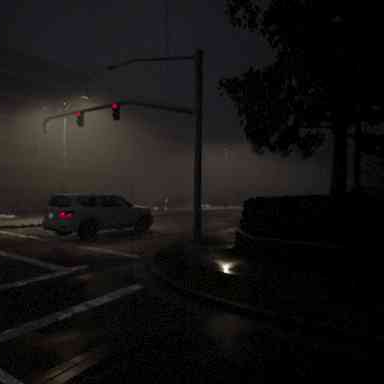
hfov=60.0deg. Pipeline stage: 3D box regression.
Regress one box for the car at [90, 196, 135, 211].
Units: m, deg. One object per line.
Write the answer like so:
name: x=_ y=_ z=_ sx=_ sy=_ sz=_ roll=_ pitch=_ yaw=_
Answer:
car: x=-8.501 y=1.214 z=36.057 sx=1.812 sy=1.442 sz=4.674 roll=1 pitch=0 yaw=36

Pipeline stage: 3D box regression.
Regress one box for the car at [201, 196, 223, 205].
car: x=3.099 y=1.256 z=51.960 sx=1.994 sy=1.385 sz=4.181 roll=1 pitch=0 yaw=36

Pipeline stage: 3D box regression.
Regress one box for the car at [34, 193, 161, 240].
car: x=-4.391 y=1.076 z=16.381 sx=2.150 sy=2.045 sz=5.566 roll=1 pitch=0 yaw=38

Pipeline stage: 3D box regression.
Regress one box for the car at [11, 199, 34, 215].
car: x=-13.506 y=1.253 z=29.186 sx=1.994 sy=1.385 sz=4.181 roll=1 pitch=0 yaw=36

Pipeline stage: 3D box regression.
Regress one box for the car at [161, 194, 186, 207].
car: x=-2.753 y=1.043 z=43.941 sx=2.097 sy=1.767 sz=4.553 roll=1 pitch=0 yaw=36
